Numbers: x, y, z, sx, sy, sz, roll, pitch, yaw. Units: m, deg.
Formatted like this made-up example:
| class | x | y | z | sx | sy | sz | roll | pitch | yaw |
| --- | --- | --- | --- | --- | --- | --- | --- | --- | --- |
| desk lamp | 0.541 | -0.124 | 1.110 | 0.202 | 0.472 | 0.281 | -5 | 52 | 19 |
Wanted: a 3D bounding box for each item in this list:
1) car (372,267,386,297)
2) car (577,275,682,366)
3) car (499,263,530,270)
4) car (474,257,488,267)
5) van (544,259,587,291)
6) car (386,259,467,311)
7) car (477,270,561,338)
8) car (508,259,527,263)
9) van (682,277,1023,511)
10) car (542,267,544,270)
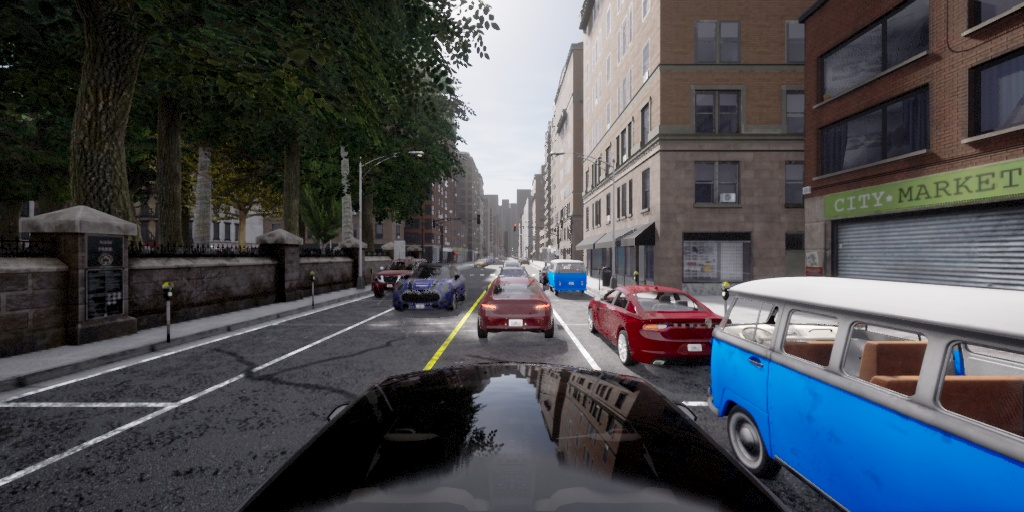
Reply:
| class | x | y | z | sx | sy | sz | roll | pitch | yaw |
| --- | --- | --- | --- | --- | --- | --- | --- | --- | --- |
| car | -5.668 | 1.059 | 19.112 | 2.192 | 1.841 | 5.009 | 0 | 0 | 0 |
| car | 2.857 | 1.294 | 7.831 | 1.888 | 1.381 | 4.507 | 0 | 0 | 0 |
| car | 0.097 | 1.292 | 19.611 | 2.033 | 1.411 | 5.357 | 0 | 0 | 1 |
| car | -5.667 | 1.228 | 62.631 | 1.751 | 1.417 | 4.829 | 0 | 0 | 0 |
| van | 2.857 | 1.085 | 19.152 | 1.690 | 1.789 | 3.998 | 0 | 0 | 0 |
| car | -3.091 | 1.099 | 14.323 | 2.097 | 1.767 | 4.553 | 0 | 0 | 0 |
| car | 0.095 | 1.274 | 10.032 | 1.812 | 1.442 | 4.674 | 0 | 0 | 0 |
| car | 0.004 | 1.242 | 29.355 | 1.837 | 1.490 | 4.892 | 0 | 0 | 0 |
| van | 2.856 | 1.091 | 2.170 | 1.690 | 1.789 | 3.998 | 0 | 0 | 0 |
| car | 2.857 | 1.307 | 24.812 | 1.948 | 1.339 | 4.313 | 0 | 0 | 0 |
